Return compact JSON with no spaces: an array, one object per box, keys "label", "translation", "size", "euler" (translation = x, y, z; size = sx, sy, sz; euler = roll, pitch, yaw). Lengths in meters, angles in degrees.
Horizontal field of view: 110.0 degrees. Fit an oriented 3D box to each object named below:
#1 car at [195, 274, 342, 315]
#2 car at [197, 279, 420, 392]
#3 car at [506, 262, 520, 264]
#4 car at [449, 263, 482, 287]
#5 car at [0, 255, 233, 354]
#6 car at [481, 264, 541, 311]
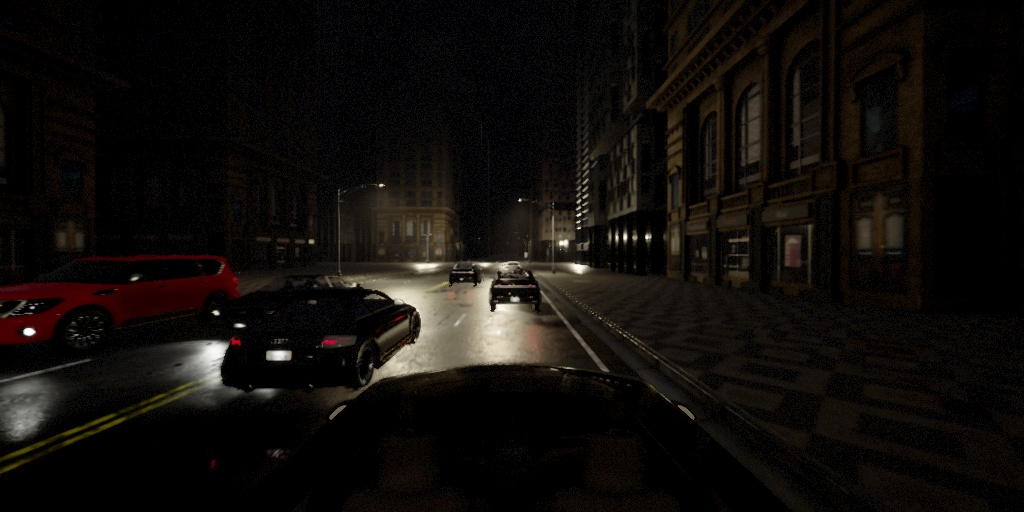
[{"label":"car","translation":[-6.549,1.296,11.319],"size":[2.033,1.411,5.357],"euler":[0,0,1]},{"label":"car","translation":[-3.148,1.313,6.848],"size":[1.994,1.385,4.181],"euler":[0,0,0]},{"label":"car","translation":[0.110,1.282,36.621],"size":[1.812,1.442,4.674],"euler":[0,0,0]},{"label":"car","translation":[-3.144,1.242,24.799],"size":[2.128,1.511,4.902],"euler":[0,0,0]},{"label":"car","translation":[-9.814,0.972,9.151],"size":[2.150,2.045,5.566],"euler":[0,0,0]},{"label":"car","translation":[0.104,1.240,14.419],"size":[2.128,1.511,4.902],"euler":[0,0,0]}]
